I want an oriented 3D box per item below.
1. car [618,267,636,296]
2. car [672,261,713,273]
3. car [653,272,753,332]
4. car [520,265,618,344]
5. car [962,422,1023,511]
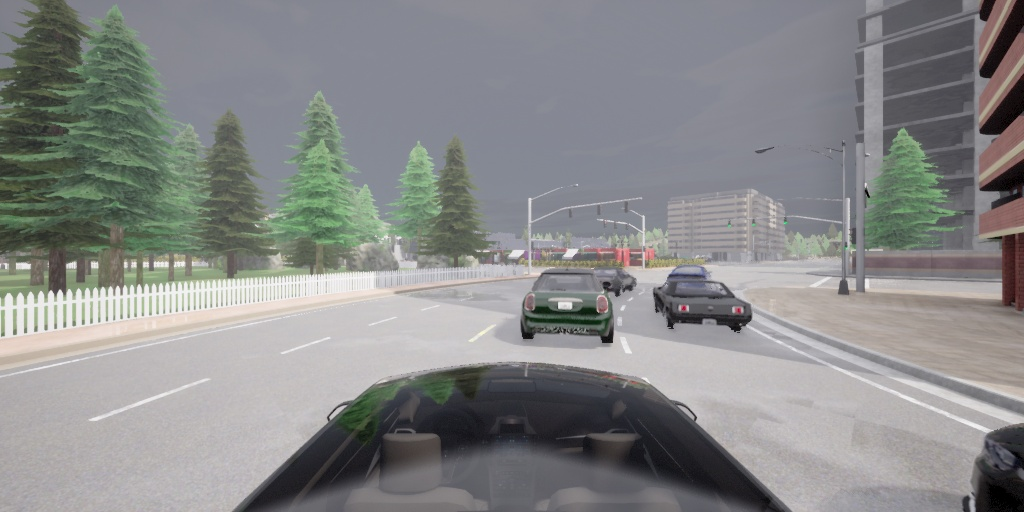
[{"bbox_3d":[5.280,1.298,19.316,2.033,1.411,5.357,0,0,30],"label":"car"},{"bbox_3d":[10.044,1.228,20.097,1.882,1.535,5.008,0,0,33],"label":"car"},{"bbox_3d":[5.511,1.351,11.031,1.895,1.301,4.718,0,0,16],"label":"car"},{"bbox_3d":[1.624,1.101,9.896,2.097,1.767,4.553,0,0,13],"label":"car"},{"bbox_3d":[3.804,1.242,0.165,2.128,1.511,4.902,0,0,-2],"label":"car"}]
